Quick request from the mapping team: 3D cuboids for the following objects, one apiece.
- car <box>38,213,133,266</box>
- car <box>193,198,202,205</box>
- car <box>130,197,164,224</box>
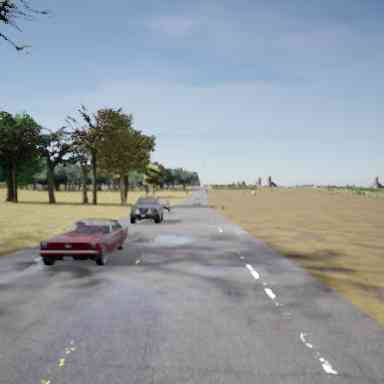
[{"bbox_3d":[-3.603,1.644,11.896,1.895,1.301,4.718,0,0,0],"label":"car"},{"bbox_3d":[1.280,2.851,88.783,1.812,1.442,4.674,0,-1,2],"label":"car"},{"bbox_3d":[-3.533,1.410,26.983,2.150,2.045,5.566,0,-1,0],"label":"car"}]
